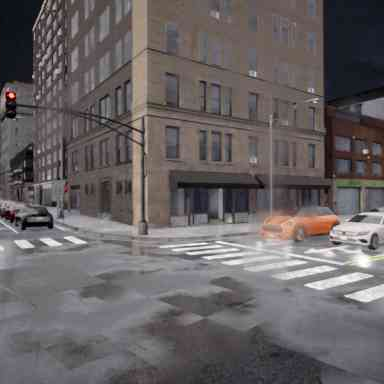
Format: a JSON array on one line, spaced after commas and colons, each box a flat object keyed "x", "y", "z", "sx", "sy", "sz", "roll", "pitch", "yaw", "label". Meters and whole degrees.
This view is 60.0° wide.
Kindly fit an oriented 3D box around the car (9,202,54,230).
[{"x": -9.940, "y": 1.564, "z": 20.854, "sx": 1.947, "sy": 1.339, "sz": 4.313, "roll": 1, "pitch": 0, "yaw": -35, "label": "car"}]

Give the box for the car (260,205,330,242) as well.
[{"x": 5.636, "y": 1.504, "z": 17.247, "sx": 4.553, "sy": 1.767, "sz": 2.097, "roll": 0, "pitch": -1, "yaw": -35, "label": "car"}]

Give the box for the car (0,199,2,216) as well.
[{"x": -16.235, "y": 1.547, "z": 29.950, "sx": 2.008, "sy": 1.369, "sz": 4.403, "roll": 1, "pitch": 0, "yaw": -35, "label": "car"}]

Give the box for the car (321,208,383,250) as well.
[{"x": 8.207, "y": 1.651, "z": 15.062, "sx": 4.674, "sy": 1.442, "sz": 1.812, "roll": 0, "pitch": -1, "yaw": -34, "label": "car"}]

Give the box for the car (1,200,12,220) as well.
[{"x": -13.087, "y": 1.542, "z": 25.402, "sx": 1.887, "sy": 1.381, "sz": 4.507, "roll": 1, "pitch": 0, "yaw": -35, "label": "car"}]
